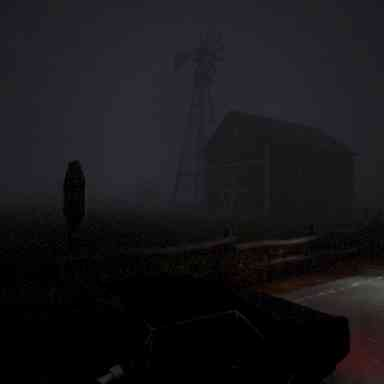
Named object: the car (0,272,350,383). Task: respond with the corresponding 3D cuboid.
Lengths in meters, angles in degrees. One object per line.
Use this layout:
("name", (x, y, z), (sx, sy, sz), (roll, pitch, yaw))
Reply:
("car", (-0.591, 1.609, 3.172), (4.718, 1.301, 1.895), (1, 0, -36))
